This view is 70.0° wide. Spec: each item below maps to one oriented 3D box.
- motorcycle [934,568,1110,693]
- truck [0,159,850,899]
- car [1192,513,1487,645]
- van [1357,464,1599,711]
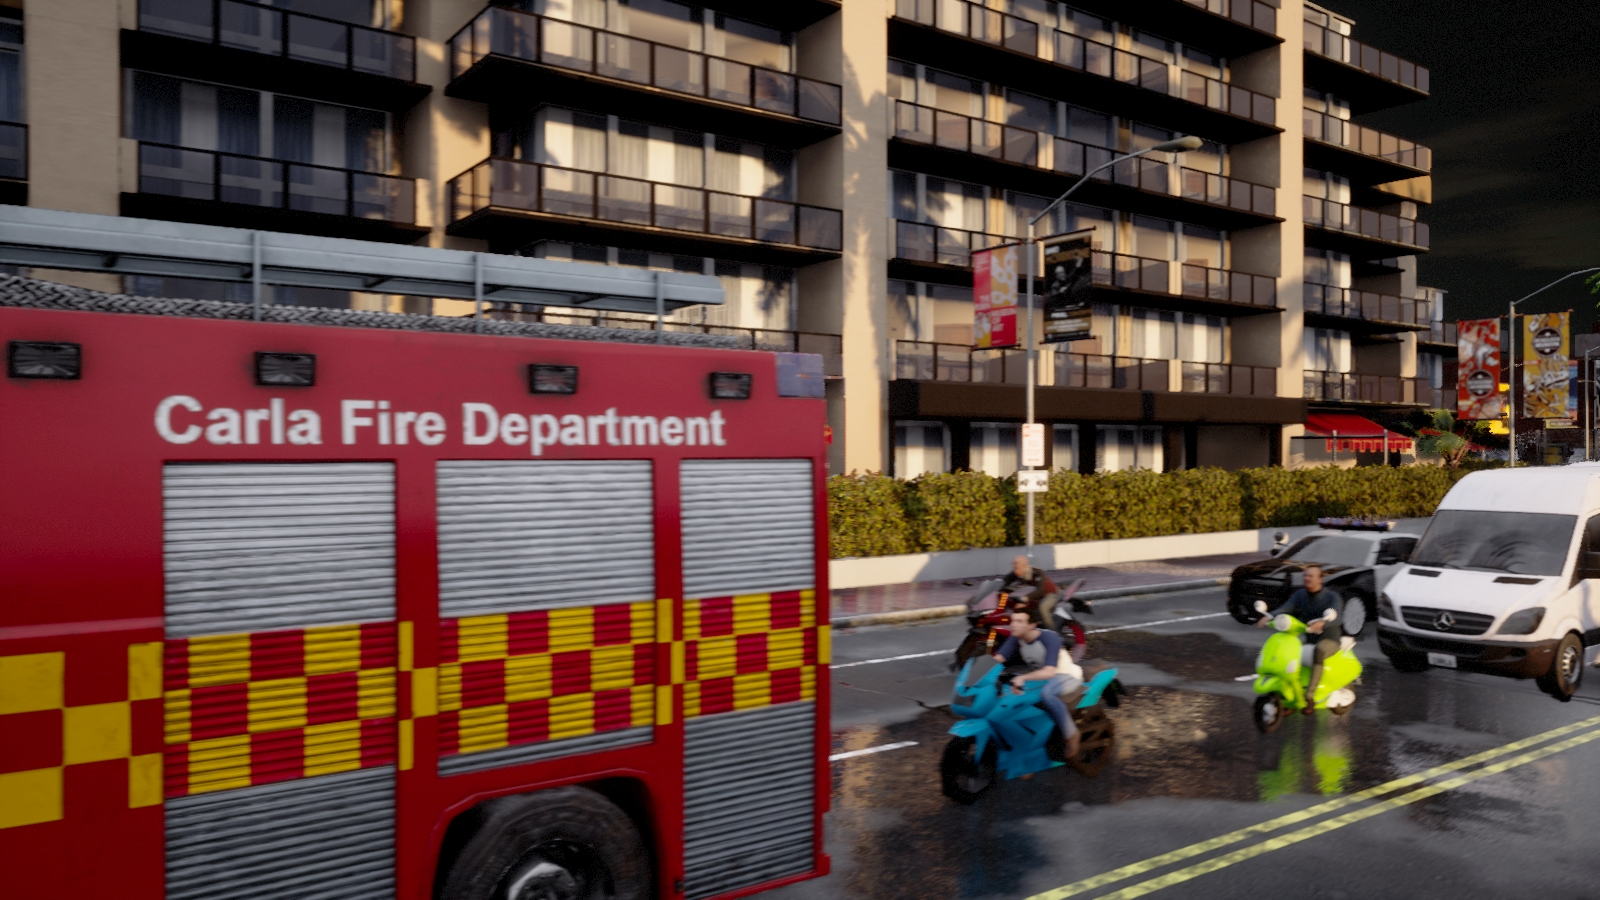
[{"bbox_3d":[2.794,2.206,14.288,2.209,1.251,0.867,0,0,-35],"label":"motorcycle"},{"bbox_3d":[-4.024,0.890,4.930,8.468,3.827,2.891,0,0,-35],"label":"truck"},{"bbox_3d":[8.953,1.984,18.777,5.238,1.638,2.097,0,0,-36],"label":"car"},{"bbox_3d":[9.867,1.532,14.984,5.915,2.561,1.988,-1,0,-35],"label":"van"}]
